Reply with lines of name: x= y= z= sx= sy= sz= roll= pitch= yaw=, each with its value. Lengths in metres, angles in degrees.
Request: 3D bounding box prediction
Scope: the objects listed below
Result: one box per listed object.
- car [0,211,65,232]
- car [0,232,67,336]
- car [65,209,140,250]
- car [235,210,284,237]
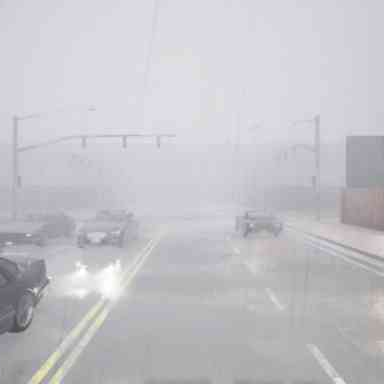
car: x=-7.009 y=1.589 z=15.449 sx=2.033 sy=1.411 sz=5.357 roll=0 pitch=0 yaw=0
car: x=-3.597 y=1.559 z=4.111 sx=2.033 sy=1.411 sz=5.357 roll=0 pitch=0 yaw=0
car: x=-3.519 y=1.532 z=14.686 sx=2.128 sy=1.511 sz=4.902 roll=0 pitch=0 yaw=0
car: x=3.496 y=1.650 z=18.290 sx=1.895 sy=1.301 sz=4.718 roll=0 pitch=0 yaw=0
